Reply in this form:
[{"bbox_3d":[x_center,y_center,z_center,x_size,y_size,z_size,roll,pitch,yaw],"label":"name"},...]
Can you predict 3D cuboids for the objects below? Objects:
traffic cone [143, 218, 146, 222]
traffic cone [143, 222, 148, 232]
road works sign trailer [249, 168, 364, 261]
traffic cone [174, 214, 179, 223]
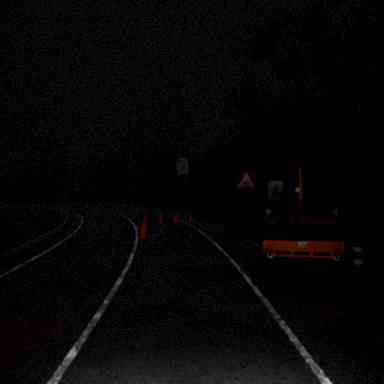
[{"bbox_3d":[-2.520,1.803,17.427,0.340,0.580,0.340,-1,1,-7],"label":"traffic cone"},{"bbox_3d":[-2.275,1.836,15.444,0.340,0.580,0.340,-1,1,-7],"label":"traffic cone"},{"bbox_3d":[2.928,0.746,8.852,2.380,2.880,3.560,-1,1,17],"label":"road works sign trailer"},{"bbox_3d":[-1.033,1.689,21.632,0.340,0.580,0.340,-1,1,-6],"label":"traffic cone"}]
